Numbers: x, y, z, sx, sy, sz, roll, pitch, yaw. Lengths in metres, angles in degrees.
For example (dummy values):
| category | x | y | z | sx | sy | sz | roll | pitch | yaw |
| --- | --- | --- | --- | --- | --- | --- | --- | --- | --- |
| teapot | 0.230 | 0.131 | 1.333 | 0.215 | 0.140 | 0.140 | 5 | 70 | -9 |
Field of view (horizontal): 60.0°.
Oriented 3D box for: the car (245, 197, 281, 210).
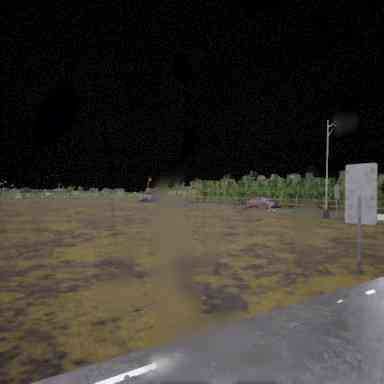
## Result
| category | x | y | z | sx | sy | sz | roll | pitch | yaw |
| --- | --- | --- | --- | --- | --- | --- | --- | --- | --- |
| car | 7.907 | 1.287 | 37.268 | 1.994 | 1.385 | 4.181 | 2 | -1 | -35 |

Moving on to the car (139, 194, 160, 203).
| category | x | y | z | sx | sy | sz | roll | pitch | yaw |
| --- | --- | --- | --- | --- | --- | --- | --- | --- | --- |
| car | -7.674 | 1.152 | 59.562 | 2.033 | 1.411 | 5.357 | 1 | -1 | -34 |
